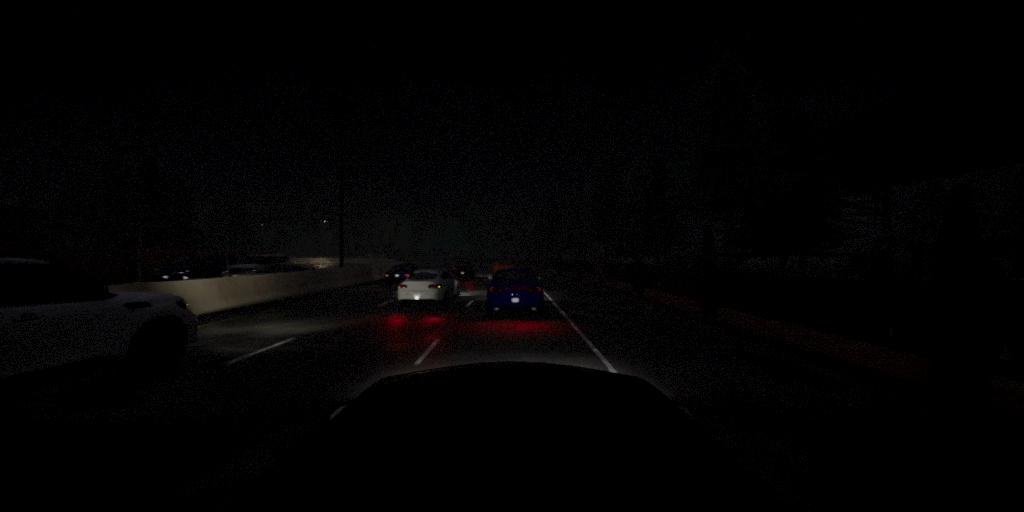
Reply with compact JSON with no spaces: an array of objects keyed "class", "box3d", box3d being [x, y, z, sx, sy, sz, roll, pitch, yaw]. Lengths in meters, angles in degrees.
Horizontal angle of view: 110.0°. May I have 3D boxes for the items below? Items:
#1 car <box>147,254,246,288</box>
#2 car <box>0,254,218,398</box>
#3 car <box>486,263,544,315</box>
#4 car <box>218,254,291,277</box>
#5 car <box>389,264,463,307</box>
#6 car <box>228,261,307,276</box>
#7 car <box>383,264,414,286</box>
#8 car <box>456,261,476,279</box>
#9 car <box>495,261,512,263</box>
[{"class":"car","box3d":[-21.306,0.903,24.621,2.150,2.045,5.566,0,0,-4]},{"class":"car","box3d":[-6.899,0.964,4.246,2.150,2.045,5.566,0,0,0]},{"class":"car","box3d":[0.105,1.193,13.465,1.882,1.535,5.008,0,0,0]},{"class":"car","box3d":[-17.875,0.900,25.571,2.150,2.045,5.566,0,0,-4]},{"class":"car","box3d":[-3.416,1.236,15.124,1.812,1.442,4.674,0,0,0]},{"class":"car","box3d":[-14.111,1.238,21.865,2.033,1.411,5.357,0,0,-1]},{"class":"car","box3d":[-7.112,1.231,24.307,2.033,1.411,5.357,0,0,-3]},{"class":"car","box3d":[-4.238,1.188,31.145,1.812,1.442,4.674,0,0,-7]},{"class":"car","box3d":[-0.772,1.138,31.658,1.882,1.535,5.008,0,0,-6]}]
